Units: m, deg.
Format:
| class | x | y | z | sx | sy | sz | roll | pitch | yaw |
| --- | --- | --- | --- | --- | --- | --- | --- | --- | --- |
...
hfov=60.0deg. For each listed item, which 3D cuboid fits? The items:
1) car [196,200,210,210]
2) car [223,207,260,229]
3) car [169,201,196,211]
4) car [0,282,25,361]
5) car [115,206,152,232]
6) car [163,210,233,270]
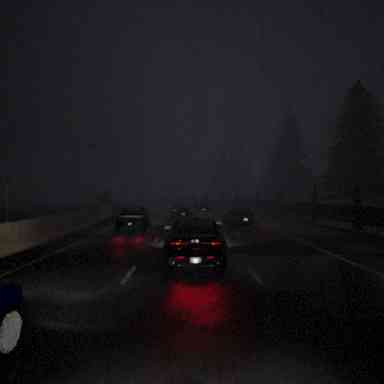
| class | x | y | z | sx | sy | sz | roll | pitch | yaw |
| --- | --- | --- | --- | --- | --- | --- | --- | --- | --- |
| car | 0.839 | 1.745 | 39.739 | 1.837 | 1.490 | 4.892 | 0 | 0 | -12 |
| car | 3.240 | 1.703 | 22.816 | 1.994 | 1.385 | 4.181 | 0 | 0 | -4 |
| car | -1.064 | 1.710 | 30.549 | 1.812 | 1.442 | 4.674 | 0 | 0 | -8 |
| car | -3.402 | 1.496 | 2.948 | 1.882 | 1.535 | 5.008 | 0 | 0 | 0 |
| car | -3.657 | 1.620 | 21.255 | 2.128 | 1.511 | 4.902 | 0 | 0 | -3 |
| car | 0.091 | 1.573 | 11.246 | 1.837 | 1.490 | 4.892 | 0 | 0 | 0 |
